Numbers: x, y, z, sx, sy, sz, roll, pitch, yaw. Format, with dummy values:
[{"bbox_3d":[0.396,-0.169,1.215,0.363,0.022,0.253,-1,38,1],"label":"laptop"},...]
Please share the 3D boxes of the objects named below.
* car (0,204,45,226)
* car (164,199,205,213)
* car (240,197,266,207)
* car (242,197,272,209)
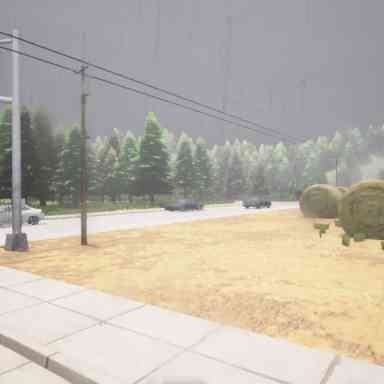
[{"bbox_3d":[-12.038,1.554,21.670,1.812,1.442,4.674,0,0,37],"label":"car"},{"bbox_3d":[-0.722,1.476,36.892,2.033,1.411,5.357,0,0,37],"label":"car"},{"bbox_3d":[9.293,1.442,50.223,1.895,1.301,4.718,0,0,37],"label":"car"},{"bbox_3d":[8.495,1.412,43.100,2.033,1.411,5.357,0,0,37],"label":"car"}]
